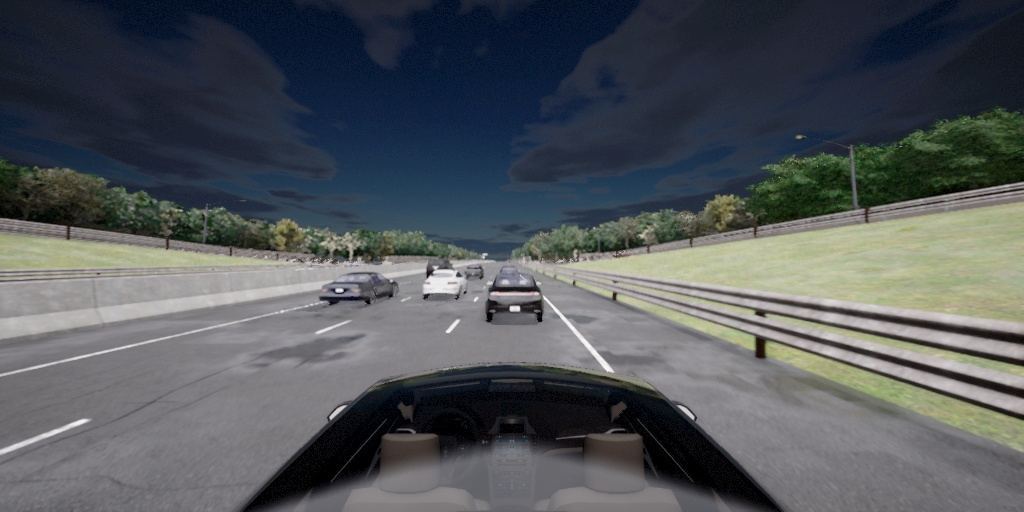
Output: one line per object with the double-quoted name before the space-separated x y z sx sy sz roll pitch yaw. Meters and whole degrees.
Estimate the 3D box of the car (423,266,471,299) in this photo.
"car" -3.495 1.457 19.179 1.812 1.442 4.674 0 -1 -1

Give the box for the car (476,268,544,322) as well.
"car" 0.075 1.357 12.912 2.128 1.511 4.902 0 -1 0

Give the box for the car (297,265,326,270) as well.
"car" -25.294 1.783 45.781 1.895 1.301 4.718 0 -1 -1

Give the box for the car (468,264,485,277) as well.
"car" -3.911 1.607 37.871 2.128 1.511 4.902 0 -1 -1

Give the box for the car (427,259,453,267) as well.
"car" -7.389 1.328 37.045 2.150 2.045 5.566 0 -1 -1

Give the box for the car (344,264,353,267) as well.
"car" -21.863 1.780 49.193 1.994 1.385 4.181 0 -1 -1

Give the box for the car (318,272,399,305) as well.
"car" -6.956 1.455 16.895 2.033 1.411 5.357 0 -1 -1

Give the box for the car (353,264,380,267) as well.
"car" -18.324 1.743 46.900 2.033 1.411 5.357 0 -1 -1

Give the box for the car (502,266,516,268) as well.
"car" -0.280 1.614 32.627 2.033 1.411 5.357 0 -1 -1
